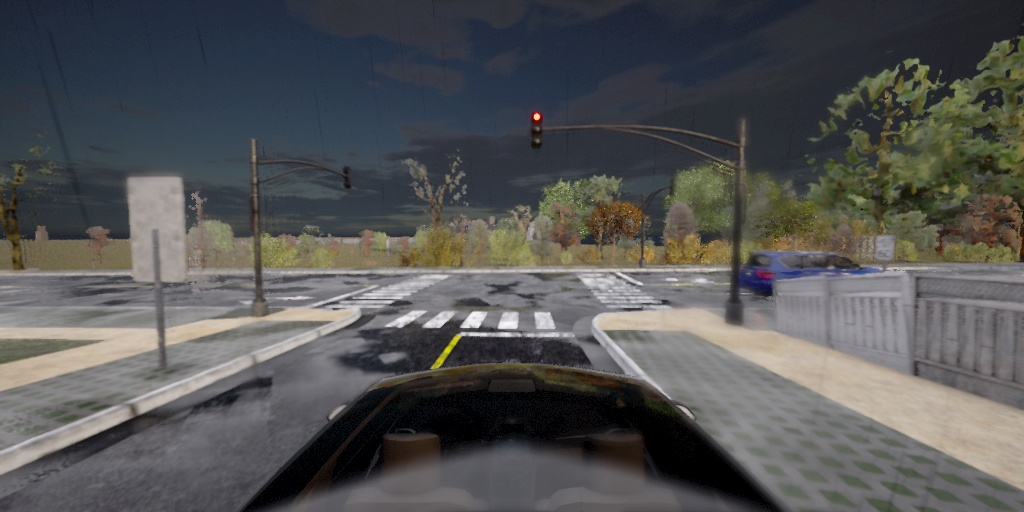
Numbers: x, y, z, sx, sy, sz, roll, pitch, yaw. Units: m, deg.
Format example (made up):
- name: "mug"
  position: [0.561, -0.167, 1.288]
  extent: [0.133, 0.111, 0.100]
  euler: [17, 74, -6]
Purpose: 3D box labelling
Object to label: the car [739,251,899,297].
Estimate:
- name: "car"
  position: [12.727, 0.832, 15.037]
  extent: [5.566, 2.045, 2.150]
  euler: [-1, 3, 4]
